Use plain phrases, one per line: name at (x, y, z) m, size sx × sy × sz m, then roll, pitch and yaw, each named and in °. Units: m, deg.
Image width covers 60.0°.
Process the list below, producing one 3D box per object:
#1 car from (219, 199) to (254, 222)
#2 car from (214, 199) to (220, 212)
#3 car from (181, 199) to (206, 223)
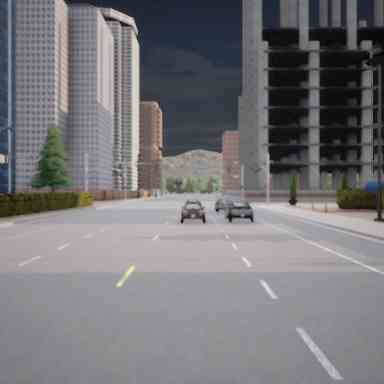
car at (3.568, 1.455, 25.772) m, size 2.128 × 1.511 × 4.902 m, roll 0°, pitch 0°, yaw 0°
car at (3.539, 1.494, 37.716) m, size 2.033 × 1.411 × 5.357 m, roll 0°, pitch 0°, yaw 1°
car at (0.100, 1.490, 25.358) m, size 1.812 × 1.442 × 4.674 m, roll 0°, pitch 0°, yaw 0°
